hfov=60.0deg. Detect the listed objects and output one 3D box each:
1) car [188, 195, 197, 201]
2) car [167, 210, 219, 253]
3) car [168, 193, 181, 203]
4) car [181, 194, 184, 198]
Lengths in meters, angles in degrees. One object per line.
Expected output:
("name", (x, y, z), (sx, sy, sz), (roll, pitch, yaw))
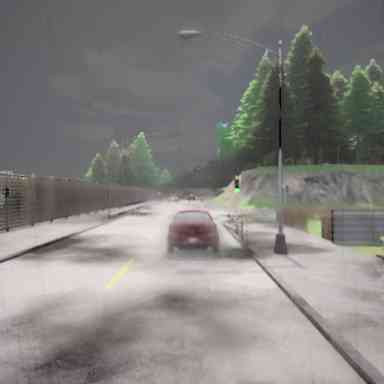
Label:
("car", (0.050, 1.480, 83.291), (1.837, 1.490, 4.892), (0, 0, 4))
("car", (0.055, 1.474, 13.687), (1.882, 1.535, 5.008), (0, 0, 1))
("car", (-3.982, 1.338, 70.799), (2.097, 1.767, 4.553), (0, 0, 0))
("car", (-3.422, 1.118, 86.160), (1.812, 1.442, 4.674), (0, 0, 19))
